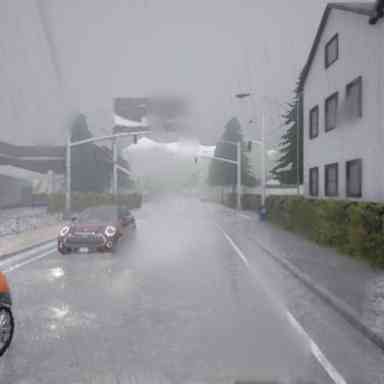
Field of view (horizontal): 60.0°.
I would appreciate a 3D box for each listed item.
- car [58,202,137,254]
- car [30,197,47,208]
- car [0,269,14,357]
[{"bbox_3d":[-3.571,1.329,13.276,2.097,1.767,4.553,0,0,0],"label":"car"},{"bbox_3d":[-22.208,1.586,50.897,4.611,1.667,2.242,0,0,0],"label":"car"},{"bbox_3d":[-3.591,1.347,2.836,2.097,1.767,4.553,0,0,0],"label":"car"}]
